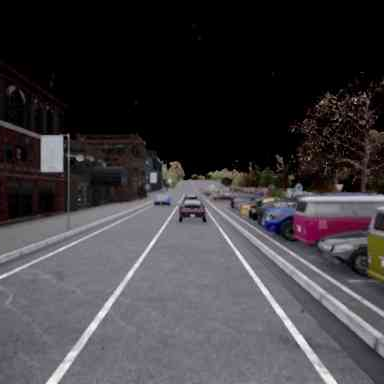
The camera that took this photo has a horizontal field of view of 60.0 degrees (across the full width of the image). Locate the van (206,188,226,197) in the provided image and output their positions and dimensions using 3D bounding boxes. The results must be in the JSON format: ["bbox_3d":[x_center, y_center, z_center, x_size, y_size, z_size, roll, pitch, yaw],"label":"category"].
[{"bbox_3d":[5.549,0.119,77.643,4.442,1.987,1.878,0,1,0],"label":"van"}]

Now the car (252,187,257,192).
[{"bbox_3d":[18.745,0.055,86.058,4.553,1.767,2.185,0,1,0],"label":"car"}]

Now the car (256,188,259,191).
[{"bbox_3d":[18.705,0.319,80.494,4.792,1.488,2.163,0,1,0],"label":"car"}]

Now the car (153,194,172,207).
[{"bbox_3d":[-3.518,0.988,40.190,1.882,1.535,5.008,0,1,0],"label":"car"}]

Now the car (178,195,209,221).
[{"bbox_3d":[0.027,1.248,24.271,1.837,1.490,4.892,0,1,0],"label":"car"}]

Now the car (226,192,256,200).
[{"bbox_3d":[6.061,1.058,32.196,4.792,1.488,2.163,0,1,0],"label":"car"}]

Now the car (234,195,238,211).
[{"bbox_3d":[6.041,1.167,26.545,4.674,1.452,2.002,0,1,0],"label":"car"}]

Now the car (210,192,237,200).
[{"bbox_3d":[5.759,0.698,60.953,4.792,1.488,2.163,0,1,0],"label":"car"}]

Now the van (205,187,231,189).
[{"bbox_3d":[5.571,0.225,72.202,4.442,1.987,1.878,0,1,0],"label":"van"}]

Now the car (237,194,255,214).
[{"bbox_3d":[6.227,1.173,23.719,5.366,1.575,1.946,0,1,0],"label":"car"}]

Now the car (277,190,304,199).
[{"bbox_3d":[18.830,0.485,63.909,4.553,1.767,2.185,0,1,0],"label":"car"}]

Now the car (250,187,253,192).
[{"bbox_3d":[18.709,0.127,88.846,4.892,1.521,2.231,0,1,0],"label":"car"}]

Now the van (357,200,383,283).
[{"bbox_3d":[6.178,1.240,6.884,4.442,1.987,1.878,0,1,0],"label":"van"}]

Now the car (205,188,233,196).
[{"bbox_3d":[5.692,0.508,69.301,4.892,1.521,2.231,0,1,0],"label":"car"}]

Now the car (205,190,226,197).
[{"bbox_3d":[5.649,0.292,80.431,4.892,1.521,2.231,0,1,0],"label":"car"}]

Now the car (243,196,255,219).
[{"bbox_3d":[6.040,1.225,20.893,5.008,1.535,2.097,0,1,0],"label":"car"}]

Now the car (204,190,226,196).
[{"bbox_3d":[5.830,0.233,83.215,5.366,1.575,1.946,0,1,0],"label":"car"}]

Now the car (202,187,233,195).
[{"bbox_3d":[5.648,0.148,74.861,5.566,2.045,2.435,0,1,0],"label":"car"}]

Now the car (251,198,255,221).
[{"bbox_3d":[6.054,1.275,18.069,5.008,1.535,2.097,0,1,0],"label":"car"}]

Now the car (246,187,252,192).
[{"bbox_3d":[18.664,-0.182,91.624,5.566,2.045,2.435,0,1,0],"label":"car"}]

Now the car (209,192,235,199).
[{"bbox_3d":[5.722,0.654,63.736,4.674,1.452,2.002,0,1,0],"label":"car"}]

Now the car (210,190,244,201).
[{"bbox_3d":[5.766,0.813,55.529,4.674,1.452,2.002,1,1,0],"label":"car"}]

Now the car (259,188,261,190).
[{"bbox_3d":[18.751,0.344,77.707,5.008,1.535,2.097,0,1,0],"label":"car"}]

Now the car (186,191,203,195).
[{"bbox_3d":[-0.085,0.984,41.228,2.128,1.511,4.902,0,1,0],"label":"car"}]

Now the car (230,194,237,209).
[{"bbox_3d":[6.037,1.118,29.370,4.674,1.452,2.002,0,1,0],"label":"car"}]

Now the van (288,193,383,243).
[{"bbox_3d":[6.172,1.148,12.414,4.442,1.987,1.878,0,1,0],"label":"van"}]

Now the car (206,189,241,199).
[{"bbox_3d":[5.556,0.719,58.169,5.366,1.575,1.946,0,1,0],"label":"car"}]

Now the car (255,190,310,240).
[{"bbox_3d":[6.023,1.073,15.238,5.566,2.045,2.435,0,1,0],"label":"car"}]

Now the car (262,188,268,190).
[{"bbox_3d":[18.795,0.198,72.259,5.566,2.045,2.435,0,1,0],"label":"car"}]

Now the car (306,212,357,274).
[{"bbox_3d":[6.061,1.463,9.594,4.674,1.452,2.002,0,1,0],"label":"car"}]
